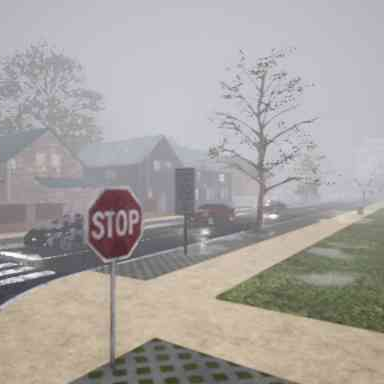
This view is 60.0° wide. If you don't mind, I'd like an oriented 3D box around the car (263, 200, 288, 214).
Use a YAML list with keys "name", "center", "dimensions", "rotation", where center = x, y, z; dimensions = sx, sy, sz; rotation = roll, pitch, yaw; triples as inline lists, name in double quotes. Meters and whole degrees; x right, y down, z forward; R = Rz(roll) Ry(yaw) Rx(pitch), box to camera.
- name: "car"
  center: [8.543, 1.543, 34.958]
  dimensions: [1.994, 1.385, 4.181]
  rotation: [0, 0, 34]

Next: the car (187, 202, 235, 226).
- name: "car"
  center: [1.385, 1.518, 24.291]
  dimensions: [1.882, 1.535, 5.008]
  rotation: [0, 0, 34]

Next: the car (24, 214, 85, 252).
- name: "car"
  center: [-5.043, 1.660, 14.628]
  dimensions: [1.994, 1.385, 4.181]
  rotation: [0, 0, 35]
